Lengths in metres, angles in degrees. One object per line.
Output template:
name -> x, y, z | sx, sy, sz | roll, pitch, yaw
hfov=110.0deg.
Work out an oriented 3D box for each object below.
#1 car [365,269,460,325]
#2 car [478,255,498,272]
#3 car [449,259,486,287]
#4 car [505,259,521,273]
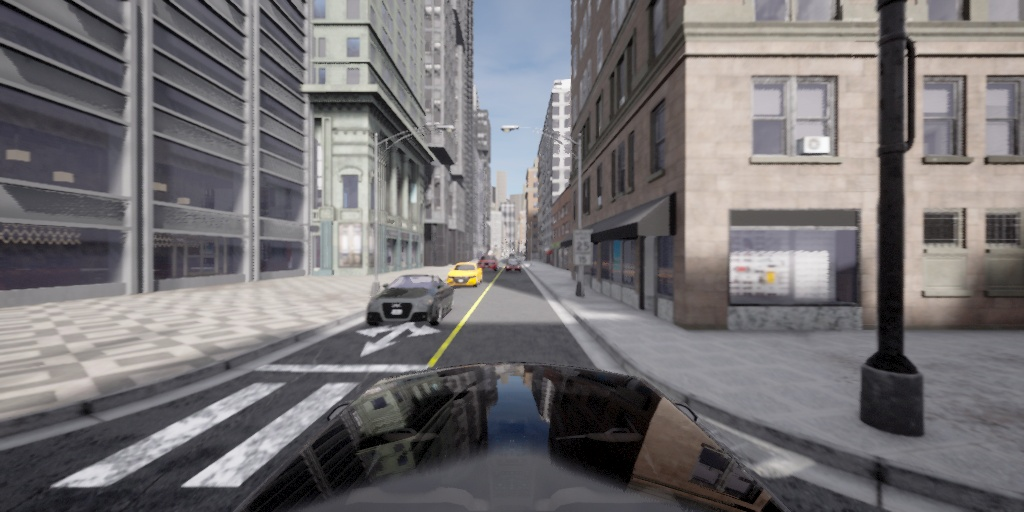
car -> -3.072, 1.292, 11.535 | 1.994, 1.385, 4.181 | 0, 0, 0
car -> -2.883, 0.868, 43.955 | 2.150, 2.045, 5.566 | 0, 0, 1
car -> -3.023, 1.173, 23.778 | 1.882, 1.535, 5.008 | 0, 0, 0
car -> 0.133, 1.251, 41.994 | 1.895, 1.301, 4.718 | 0, 0, 0
